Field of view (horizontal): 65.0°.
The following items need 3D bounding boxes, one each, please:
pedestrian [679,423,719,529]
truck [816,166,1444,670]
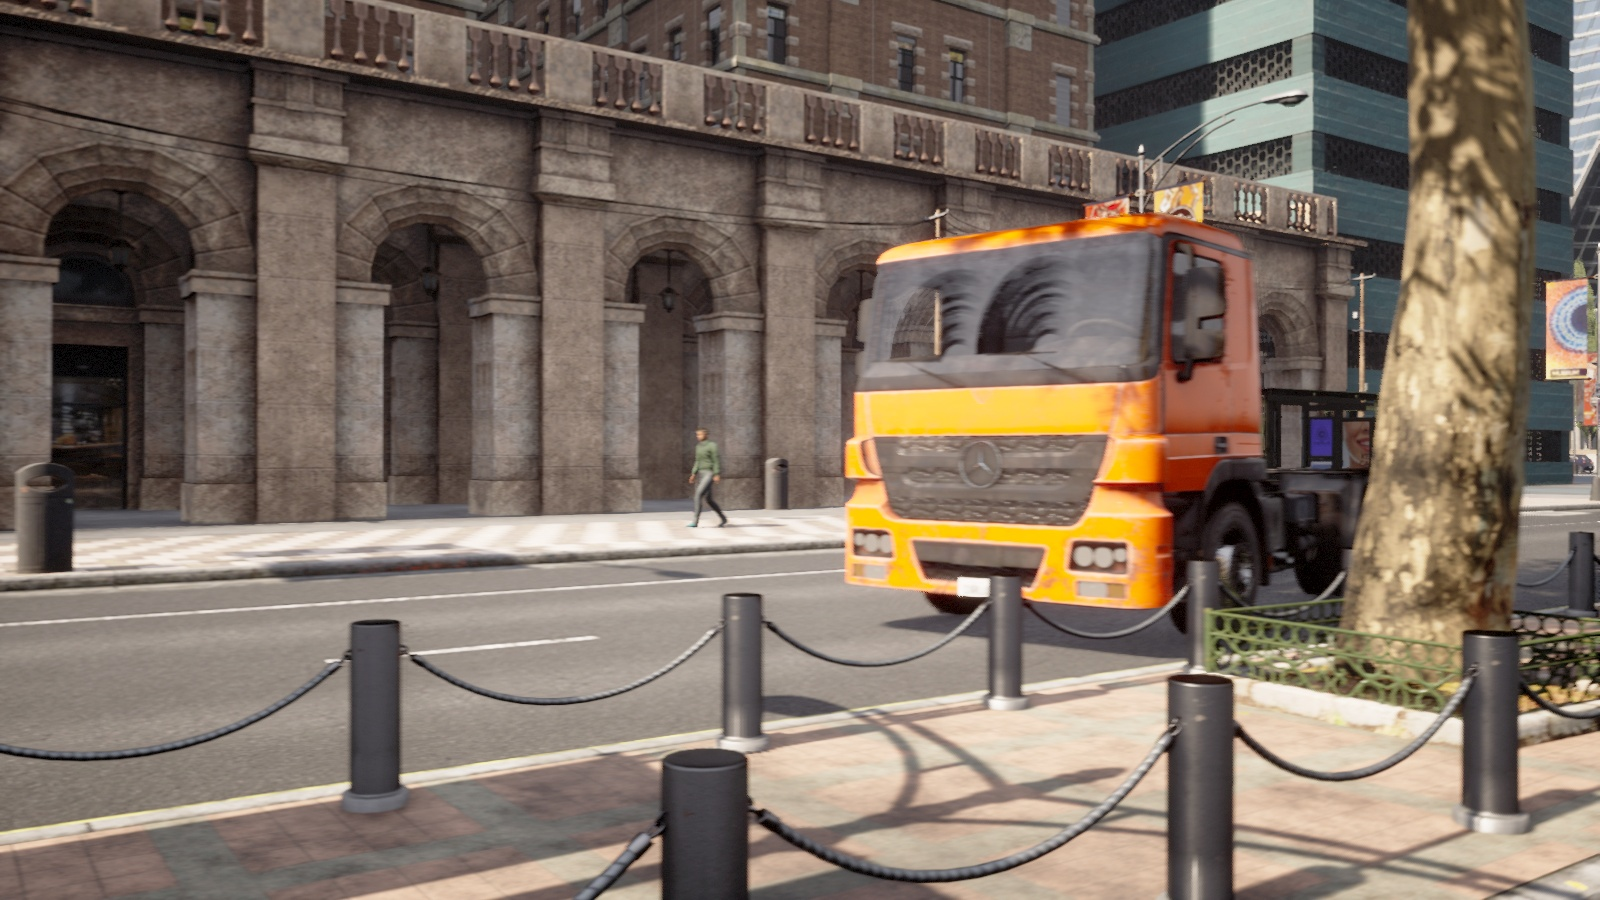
[{"bbox_3d":[-1.783,0.460,22.171,0.614,1.847,0.353,0,0,-34],"label":"pedestrian"},{"bbox_3d":[3.824,-0.214,12.576,2.891,3.462,7.936,0,0,41],"label":"truck"}]
